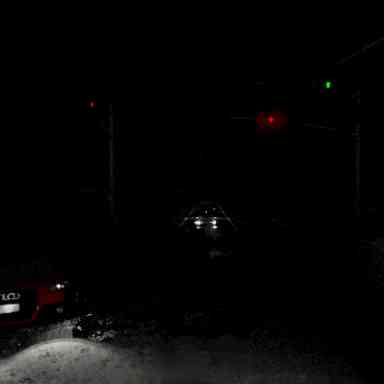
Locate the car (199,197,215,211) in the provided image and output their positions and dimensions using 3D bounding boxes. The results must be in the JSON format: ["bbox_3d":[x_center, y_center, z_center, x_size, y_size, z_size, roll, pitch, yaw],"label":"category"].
[{"bbox_3d":[1.792,1.466,40.682,1.837,1.490,4.892,0,0,3],"label":"car"}]

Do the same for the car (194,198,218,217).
[{"bbox_3d":[1.361,1.489,31.529,1.812,1.442,4.674,0,0,3],"label":"car"}]

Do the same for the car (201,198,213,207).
[{"bbox_3d":[2.320,1.563,51.530,1.895,1.301,4.718,0,0,3],"label":"car"}]

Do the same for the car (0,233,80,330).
[{"bbox_3d":[-3.567,1.563,6.806,1.994,1.385,4.181,1,0,-25],"label":"car"}]
